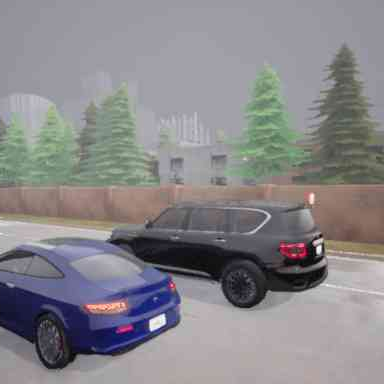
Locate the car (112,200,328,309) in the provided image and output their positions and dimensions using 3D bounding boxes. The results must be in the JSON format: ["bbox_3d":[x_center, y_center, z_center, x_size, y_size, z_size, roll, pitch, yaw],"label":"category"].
[{"bbox_3d":[0.302,1.209,8.074,5.566,2.045,2.150,0,0,36],"label":"car"}]

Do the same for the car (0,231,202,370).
[{"bbox_3d":[-2.318,1.509,5.644,4.674,1.442,1.812,0,0,35],"label":"car"}]
